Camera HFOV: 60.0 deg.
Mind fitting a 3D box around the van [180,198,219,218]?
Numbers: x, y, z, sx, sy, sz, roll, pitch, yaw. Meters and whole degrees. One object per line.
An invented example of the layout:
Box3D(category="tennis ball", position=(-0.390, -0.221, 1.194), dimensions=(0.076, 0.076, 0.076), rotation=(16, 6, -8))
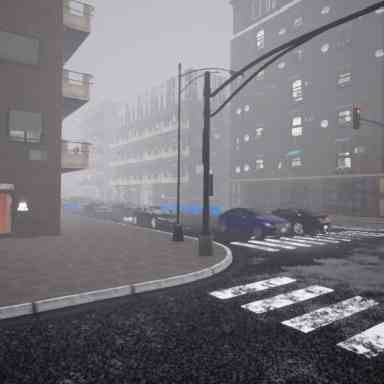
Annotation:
Box3D(category="van", position=(0.882, 1.440, 30.709), dimensions=(1.690, 1.788, 3.998), rotation=(1, -1, -35))

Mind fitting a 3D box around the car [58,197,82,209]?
Box3D(category="car", position=(-17.693, 1.569, 48.152), dimensions=(2.128, 1.511, 4.902), rotation=(1, -1, -34))

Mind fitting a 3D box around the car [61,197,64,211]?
Box3D(category="car", position=(-15.153, 1.581, 40.020), dimensions=(2.008, 1.369, 4.403), rotation=(1, -1, -35))

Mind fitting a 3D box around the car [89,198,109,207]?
Box3D(category="car", position=(-15.043, 1.731, 53.704), dimensions=(1.802, 1.307, 4.206), rotation=(1, -1, -35))

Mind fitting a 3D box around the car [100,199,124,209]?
Box3D(category="car", position=(-11.859, 1.684, 49.106), dimensions=(1.887, 1.381, 4.507), rotation=(1, -1, -35))

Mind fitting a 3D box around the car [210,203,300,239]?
Box3D(category="car", position=(3.136, 1.531, 17.660), dimensions=(1.812, 1.442, 4.674), rotation=(1, -1, -31))

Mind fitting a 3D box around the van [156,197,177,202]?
Box3D(category="van", position=(-2.303, 1.450, 35.309), dimensions=(1.690, 1.788, 3.998), rotation=(1, -1, -35))

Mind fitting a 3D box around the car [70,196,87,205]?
Box3D(category="car", position=(-21.411, 1.607, 62.904), dimensions=(1.967, 1.590, 4.097), rotation=(1, -1, -35))

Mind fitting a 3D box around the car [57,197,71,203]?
Box3D(category="car", position=(-27.782, 1.728, 72.102), dimensions=(1.887, 1.381, 4.507), rotation=(1, -1, -35))

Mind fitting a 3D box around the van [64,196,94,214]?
Box3D(category="van", position=(-11.966, 1.362, 35.423), dimensions=(1.690, 1.788, 3.998), rotation=(1, -1, -35))

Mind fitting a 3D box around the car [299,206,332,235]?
Box3D(category="car", position=(5.477, 1.563, 19.024), dimensions=(1.837, 1.490, 4.892), rotation=(-4, 2, -35))

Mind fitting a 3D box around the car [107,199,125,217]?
Box3D(category="car", position=(-6.040, 1.603, 31.195), dimensions=(1.994, 1.385, 4.181), rotation=(1, -1, -35))

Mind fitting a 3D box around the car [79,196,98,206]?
Box3D(category="car", position=(-18.227, 1.598, 58.305), dimensions=(1.967, 1.590, 4.097), rotation=(1, -1, -35))

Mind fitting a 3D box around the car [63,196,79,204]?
Box3D(category="car", position=(-24.596, 1.615, 67.504), dimensions=(1.967, 1.590, 4.097), rotation=(1, -1, -35))

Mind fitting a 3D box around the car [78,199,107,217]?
Box3D(category="car", position=(-8.784, 1.592, 30.821), dimensions=(1.802, 1.307, 4.206), rotation=(1, -1, -35))

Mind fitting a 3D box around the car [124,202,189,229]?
Box3D(category="car", position=(-2.414, 1.540, 21.623), dimensions=(2.008, 1.369, 4.403), rotation=(1, -1, -35))
